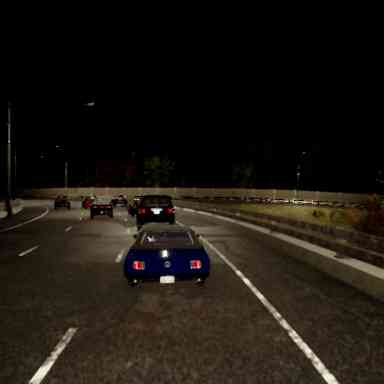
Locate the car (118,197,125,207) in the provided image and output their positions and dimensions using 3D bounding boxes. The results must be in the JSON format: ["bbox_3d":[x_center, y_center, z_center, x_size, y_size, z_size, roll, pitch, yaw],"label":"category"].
[{"bbox_3d":[-9.795,1.383,44.404,2.128,1.511,4.902,0,0,-23],"label":"car"}]

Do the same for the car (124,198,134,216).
[{"bbox_3d":[-4.954,1.486,31.345,1.994,1.385,4.181,0,0,-16],"label":"car"}]

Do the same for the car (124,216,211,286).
[{"bbox_3d":[-0.697,1.577,9.311,1.895,1.301,4.718,0,0,-5],"label":"car"}]

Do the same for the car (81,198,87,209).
[{"bbox_3d":[-13.311,1.458,43.740,1.994,1.385,4.181,0,0,-24],"label":"car"}]

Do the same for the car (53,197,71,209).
[{"bbox_3d":[-16.856,1.390,43.124,2.128,1.511,4.902,0,0,-24],"label":"car"}]

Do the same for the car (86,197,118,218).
[{"bbox_3d":[-7.878,1.422,29.003,2.128,1.511,4.902,0,0,-16],"label":"car"}]

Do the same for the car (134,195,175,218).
[{"bbox_3d":[-2.318,1.170,20.460,2.150,2.045,5.566,0,0,-9],"label":"car"}]
